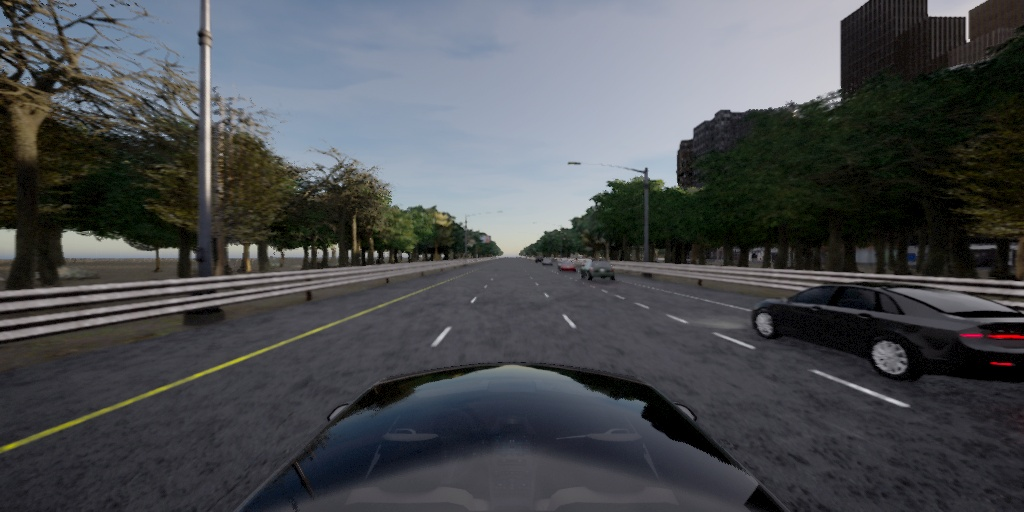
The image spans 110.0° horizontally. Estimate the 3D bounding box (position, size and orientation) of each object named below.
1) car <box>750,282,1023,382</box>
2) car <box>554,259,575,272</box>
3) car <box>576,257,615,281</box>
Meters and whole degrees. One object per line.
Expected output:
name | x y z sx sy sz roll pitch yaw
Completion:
car | 7.000 1.264 7.181 1.837 1.490 4.892 0 0 0
car | 7.074 1.326 47.130 1.994 1.385 4.181 0 0 0
car | 7.035 1.110 30.075 2.097 1.767 4.553 0 0 0
